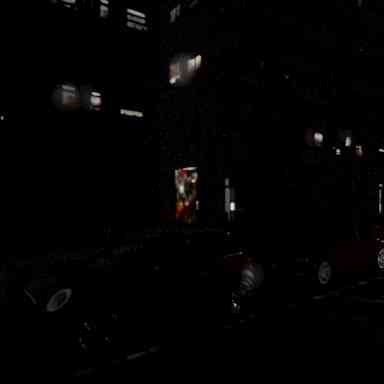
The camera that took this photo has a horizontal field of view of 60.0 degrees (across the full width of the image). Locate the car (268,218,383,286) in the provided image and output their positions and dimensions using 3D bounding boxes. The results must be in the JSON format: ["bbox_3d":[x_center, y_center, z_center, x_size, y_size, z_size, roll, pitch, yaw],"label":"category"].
[{"bbox_3d":[3.802,1.497,9.259,4.507,1.381,1.887,0,1,-35],"label":"car"}]

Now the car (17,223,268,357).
[{"bbox_3d":[-0.831,1.425,5.956,4.097,1.590,1.967,0,1,-35],"label":"car"}]
